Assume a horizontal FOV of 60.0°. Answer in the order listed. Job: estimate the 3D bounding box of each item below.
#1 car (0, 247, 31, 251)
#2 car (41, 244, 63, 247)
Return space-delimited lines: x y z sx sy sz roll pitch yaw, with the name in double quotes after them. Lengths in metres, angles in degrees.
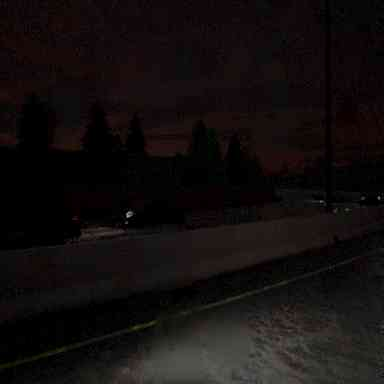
-6.636 1.496 7.989 5.008 1.535 1.882 -1 1 -36 "car"
-6.920 1.205 12.076 5.566 2.045 2.150 -1 1 -37 "car"
